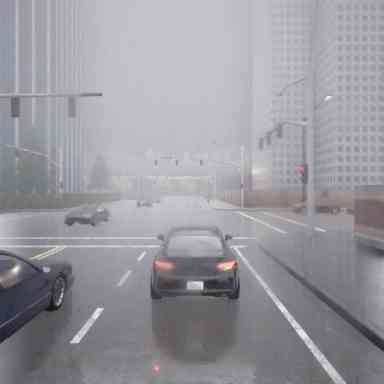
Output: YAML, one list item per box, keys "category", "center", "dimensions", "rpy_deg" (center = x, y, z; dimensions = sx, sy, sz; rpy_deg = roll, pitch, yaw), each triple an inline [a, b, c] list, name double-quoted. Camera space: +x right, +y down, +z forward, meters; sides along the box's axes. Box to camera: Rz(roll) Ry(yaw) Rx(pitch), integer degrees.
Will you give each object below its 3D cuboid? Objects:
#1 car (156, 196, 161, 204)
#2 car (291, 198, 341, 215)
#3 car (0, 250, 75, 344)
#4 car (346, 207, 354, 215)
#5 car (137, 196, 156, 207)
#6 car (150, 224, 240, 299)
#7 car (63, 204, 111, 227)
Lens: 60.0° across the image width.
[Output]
- category: "car"
  center: [-7.101, 1.492, 64.293]
  dimensions: [2.128, 1.511, 4.902]
  rpy_deg: [0, 0, 1]
- category: "car"
  center: [12.383, 1.352, 33.512]
  dimensions: [4.553, 1.767, 2.097]
  rpy_deg: [0, 0, 0]
- category: "car"
  center: [-3.445, 1.547, 4.713]
  dimensions: [2.033, 1.411, 5.357]
  rpy_deg: [0, 0, 1]
- category: "car"
  center: [16.856, 1.547, 29.994]
  dimensions: [5.357, 1.411, 2.033]
  rpy_deg: [0, 0, 0]
- category: "car"
  center: [-7.140, 1.491, 50.263]
  dimensions: [2.128, 1.511, 4.902]
  rpy_deg: [0, 0, 0]
- category: "car"
  center: [0.070, 1.526, 8.309]
  dimensions: [1.812, 1.442, 4.674]
  rpy_deg: [0, 0, 0]
- category: "car"
  center: [-7.122, 1.548, 23.230]
  dimensions: [2.033, 1.411, 5.357]
  rpy_deg: [0, 0, 0]
